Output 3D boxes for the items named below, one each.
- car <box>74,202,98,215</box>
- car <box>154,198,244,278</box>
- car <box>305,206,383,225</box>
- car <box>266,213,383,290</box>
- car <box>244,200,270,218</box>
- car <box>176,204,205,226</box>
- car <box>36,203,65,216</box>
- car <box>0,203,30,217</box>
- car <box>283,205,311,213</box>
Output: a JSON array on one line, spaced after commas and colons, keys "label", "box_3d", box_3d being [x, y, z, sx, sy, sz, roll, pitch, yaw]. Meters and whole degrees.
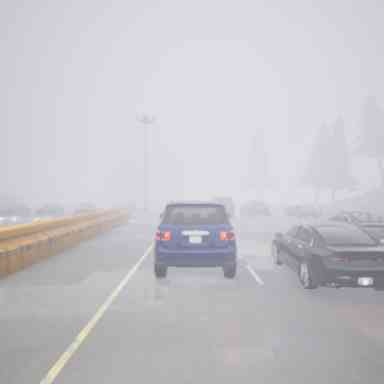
[{"label": "car", "box_3d": [-11.934, 1.838, 37.780, 2.033, 1.411, 5.357, 0, 0, -7]}, {"label": "car", "box_3d": [0.090, 1.295, 10.556, 2.150, 2.045, 5.566, 0, -2, 0]}, {"label": "car", "box_3d": [7.078, 1.609, 14.765, 2.128, 1.511, 4.902, 0, 0, 0]}, {"label": "car", "box_3d": [3.577, 1.580, 9.253, 1.837, 1.490, 4.892, 0, 0, 0]}, {"label": "car", "box_3d": [6.280, 1.611, 33.486, 2.097, 1.767, 4.553, 0, -1, -5]}, {"label": "car", "box_3d": [-0.227, 1.755, 26.713, 2.033, 1.411, 5.357, 0, 0, -3]}, {"label": "car", "box_3d": [-15.250, 1.877, 35.987, 1.895, 1.301, 4.718, 0, 0, -7]}, {"label": "car", "box_3d": [-18.701, 1.833, 35.117, 1.994, 1.385, 4.181, 0, 0, -7]}, {"label": "car", "box_3d": [10.036, 1.839, 30.682, 1.895, 1.301, 4.718, 0, 0, -4]}]
